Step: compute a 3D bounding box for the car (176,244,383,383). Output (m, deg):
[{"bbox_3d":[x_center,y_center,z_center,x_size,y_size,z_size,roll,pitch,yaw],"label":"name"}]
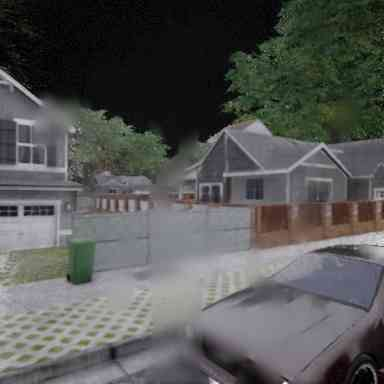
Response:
[{"bbox_3d":[2.435,1.527,4.795,5.357,1.411,2.033,0,0,-35],"label":"car"}]
